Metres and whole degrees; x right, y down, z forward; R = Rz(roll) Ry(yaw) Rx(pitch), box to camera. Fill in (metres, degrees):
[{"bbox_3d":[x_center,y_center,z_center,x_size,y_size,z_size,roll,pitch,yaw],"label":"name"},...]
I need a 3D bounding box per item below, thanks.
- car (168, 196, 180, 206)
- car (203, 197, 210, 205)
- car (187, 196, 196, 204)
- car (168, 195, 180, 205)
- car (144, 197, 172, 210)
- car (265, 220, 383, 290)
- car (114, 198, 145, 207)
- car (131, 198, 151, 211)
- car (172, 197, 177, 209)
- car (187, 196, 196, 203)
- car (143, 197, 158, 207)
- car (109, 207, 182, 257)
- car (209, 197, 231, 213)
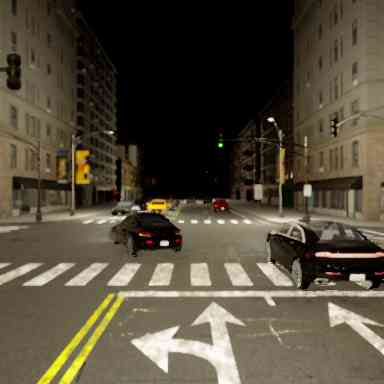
[{"bbox_3d":[-3.347,1.467,52.836,2.097,1.767,4.553,0,0,0],"label":"car"},{"bbox_3d":[3.158,1.683,64.462,2.033,1.411,5.357,0,0,0],"label":"car"},{"bbox_3d":[-0.097,1.738,65.183,1.895,1.301,4.718,0,0,0],"label":"car"},{"bbox_3d":[-3.353,1.485,62.798,2.097,1.767,4.553,0,0,0],"label":"car"},{"bbox_3d":[-3.408,1.555,34.046,1.882,1.535,5.008,0,0,-1],"label":"car"},{"bbox_3d":[3.336,1.512,9.127,2.128,1.511,4.902,0,0,0],"label":"car"},{"bbox_3d":[-6.622,1.624,33.746,2.033,1.411,5.357,0,0,4],"label":"car"},{"bbox_3d":[-6.649,1.602,43.485,1.837,1.490,4.892,0,0,0],"label":"car"},{"bbox_3d":[-3.398,1.697,43.384,1.895,1.301,4.718,0,0,0],"label":"car"},{"bbox_3d":[-0.128,1.710,78.027,1.994,1.385,4.181,0,0,0],"label":"car"},{"bbox_3d":[-6.587,1.642,53.638,1.812,1.442,4.674,0,0,0],"label":"car"},{"bbox_3d":[-1.914,1.550,13.203,1.812,1.442,4.674,1,0,-26],"label":"car"},{"bbox_3d":[3.289,1.610,37.917,1.812,1.442,4.674,0,0,0],"label":"car"}]
